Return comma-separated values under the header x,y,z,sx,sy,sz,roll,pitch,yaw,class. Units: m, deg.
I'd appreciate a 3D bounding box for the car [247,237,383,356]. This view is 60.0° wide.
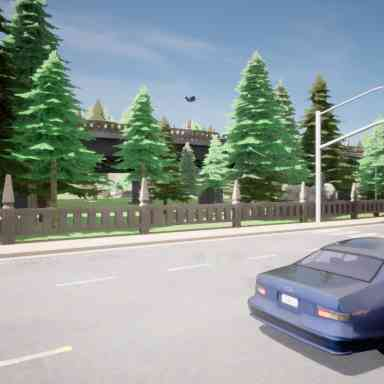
x,y,z,sx,sy,sz,roll,pitch,yaw,class
3.496,1.547,5.918,5.357,1.411,2.033,0,0,-31,car
